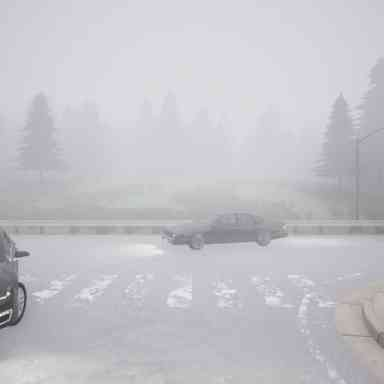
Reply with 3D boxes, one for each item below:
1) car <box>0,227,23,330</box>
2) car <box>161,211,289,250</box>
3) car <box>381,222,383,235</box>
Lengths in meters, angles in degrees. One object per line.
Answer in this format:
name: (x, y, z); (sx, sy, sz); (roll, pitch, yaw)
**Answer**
car: (-4.457, 1.505, 6.560); (1.837, 1.490, 4.892); (0, 0, -28)
car: (1.459, 1.547, 14.201); (5.357, 1.411, 2.033); (0, 0, -20)
car: (11.238, 1.492, 15.079); (4.902, 1.511, 2.128); (0, 0, 0)
